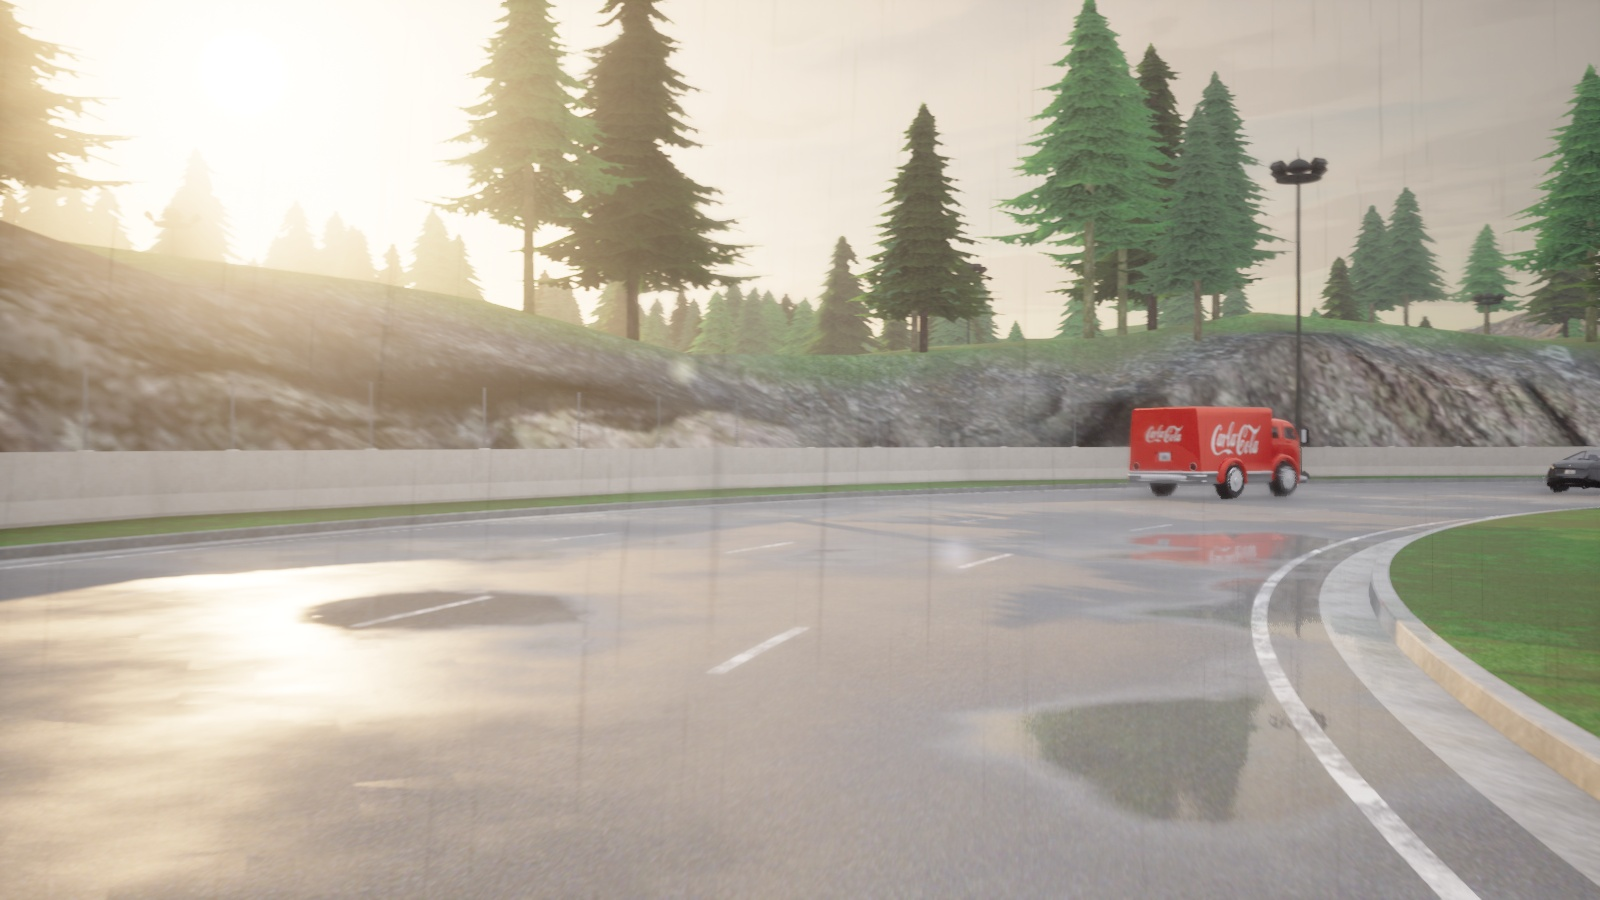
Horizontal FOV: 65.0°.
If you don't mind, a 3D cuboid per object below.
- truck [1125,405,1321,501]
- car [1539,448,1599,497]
[{"bbox_3d":[11.755,0.086,34.799,5.204,2.467,2.627,0,0,-36],"label":"truck"},{"bbox_3d":[24.494,0.648,37.484,4.181,1.385,1.994,0,0,-20],"label":"car"}]
